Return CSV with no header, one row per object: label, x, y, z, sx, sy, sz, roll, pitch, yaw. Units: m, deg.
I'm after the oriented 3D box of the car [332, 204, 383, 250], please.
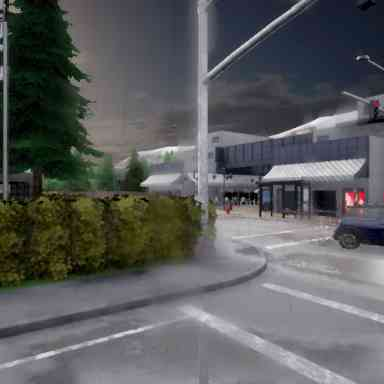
car,7.891,1.294,12.650,4.553,1.767,2.097,0,0,33
